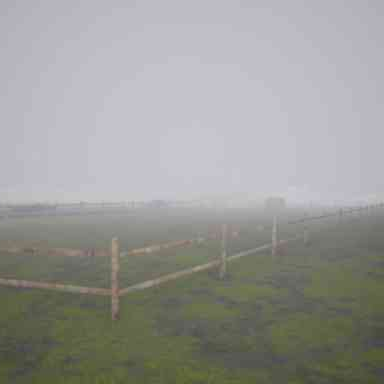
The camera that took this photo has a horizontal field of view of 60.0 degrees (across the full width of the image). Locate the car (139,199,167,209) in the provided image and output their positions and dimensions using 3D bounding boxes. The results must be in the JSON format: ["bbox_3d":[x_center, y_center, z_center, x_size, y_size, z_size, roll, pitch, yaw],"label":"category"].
[{"bbox_3d":[-6.017,1.861,51.882,1.882,1.535,5.008,0,0,37],"label":"car"}]

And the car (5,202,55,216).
[{"bbox_3d":[-17.553,1.806,36.172,1.895,1.301,4.718,0,0,36],"label":"car"}]
